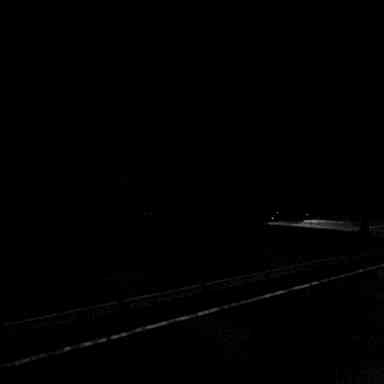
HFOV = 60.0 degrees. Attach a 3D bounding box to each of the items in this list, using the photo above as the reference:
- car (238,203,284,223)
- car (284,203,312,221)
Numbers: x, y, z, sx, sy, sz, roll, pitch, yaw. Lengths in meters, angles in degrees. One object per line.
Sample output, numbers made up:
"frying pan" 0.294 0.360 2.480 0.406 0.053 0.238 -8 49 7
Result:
"car" 4.723 1.724 27.014 1.895 1.301 4.718 0 -1 -40
"car" 8.029 1.674 28.442 1.994 1.385 4.181 0 -1 -39
